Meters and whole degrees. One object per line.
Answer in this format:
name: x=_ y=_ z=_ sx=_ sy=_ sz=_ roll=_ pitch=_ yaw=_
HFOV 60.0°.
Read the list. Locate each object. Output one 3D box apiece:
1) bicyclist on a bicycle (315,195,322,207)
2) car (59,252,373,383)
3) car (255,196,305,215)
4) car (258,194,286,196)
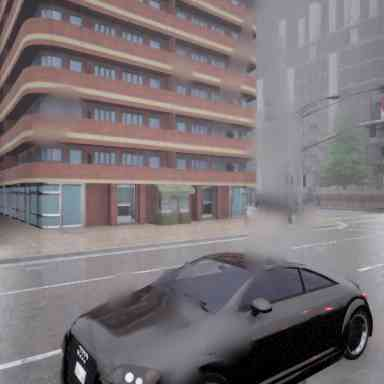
bicyclist on a bicycle: x=17.805 y=1.301 z=46.934 sx=1.656 sy=1.620 sz=0.582 roll=0 pitch=0 yaw=-36
car: x=0.533 y=1.564 z=4.378 sx=4.181 sy=1.385 sz=1.994 roll=0 pitch=0 yaw=-36
car: x=8.866 y=1.491 z=32.937 sx=2.128 sy=1.511 sz=4.902 roll=0 pitch=0 yaw=-36
car: x=9.692 y=1.222 z=37.735 sx=2.150 sy=2.045 sz=5.566 roll=0 pitch=0 yaw=-36
